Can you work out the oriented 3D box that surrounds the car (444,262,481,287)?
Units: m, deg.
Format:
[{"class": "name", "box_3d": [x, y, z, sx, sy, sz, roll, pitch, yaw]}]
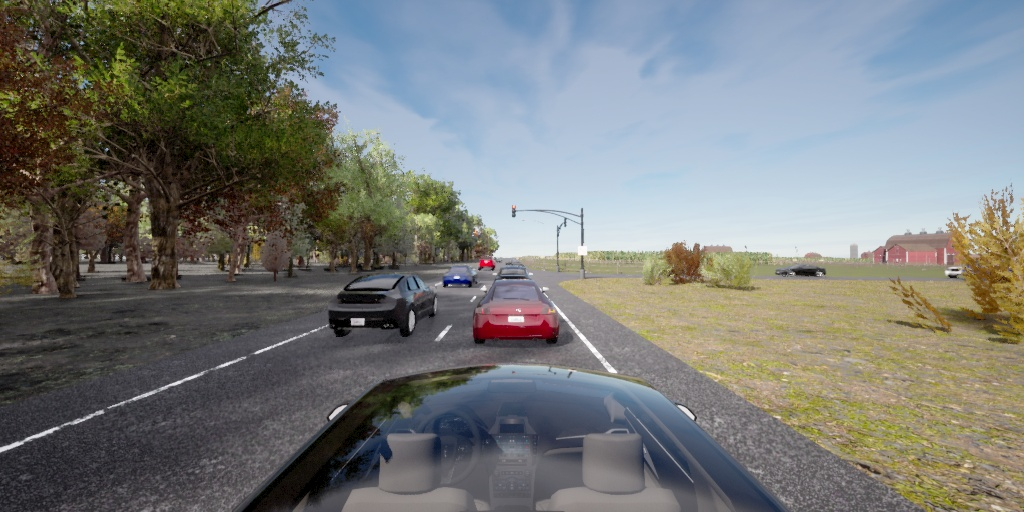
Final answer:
[{"class": "car", "box_3d": [-3.477, 1.318, 24.587, 1.994, 1.385, 4.181, 0, 0, 0]}]

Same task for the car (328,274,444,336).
[{"class": "car", "box_3d": [-3.427, 1.253, 10.365, 1.837, 1.490, 4.892, 0, -1, 0]}]

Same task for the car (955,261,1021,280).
[{"class": "car", "box_3d": [50.587, 1.522, 37.372, 5.566, 2.045, 2.150, 1, -1, 1]}]

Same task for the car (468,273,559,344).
[{"class": "car", "box_3d": [0.075, 1.316, 9.638, 1.994, 1.385, 4.181, 0, 0, 0]}]

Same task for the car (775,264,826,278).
[{"class": "car", "box_3d": [32.949, 1.646, 40.998, 5.008, 1.535, 1.882, 1, -1, 0]}]

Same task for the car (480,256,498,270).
[{"class": "car", "box_3d": [-3.573, 0.978, 52.642, 2.150, 2.045, 5.566, 0, 0, 0]}]

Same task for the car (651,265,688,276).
[{"class": "car", "box_3d": [17.971, 1.569, 41.034, 4.181, 1.385, 1.994, 1, -1, 1]}]

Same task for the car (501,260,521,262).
[{"class": "car", "box_3d": [0.302, 1.246, 51.677, 2.128, 1.511, 4.902, 0, 0, -13]}]

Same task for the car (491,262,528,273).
[{"class": "car", "box_3d": [0.049, 1.259, 18.550, 1.837, 1.490, 4.892, 0, 0, 0]}]
